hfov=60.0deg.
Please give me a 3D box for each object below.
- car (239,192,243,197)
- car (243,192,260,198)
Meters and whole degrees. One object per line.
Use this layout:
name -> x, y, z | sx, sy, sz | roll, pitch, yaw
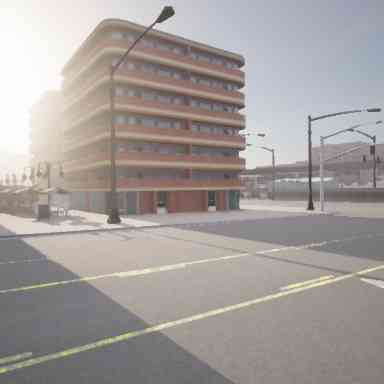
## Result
car -> 12.462, 0.667, 93.051 | 4.611, 1.667, 2.242 | -1, 1, -35
car -> 16.436, 0.814, 88.832 | 3.806, 1.475, 1.970 | -1, 1, -35
